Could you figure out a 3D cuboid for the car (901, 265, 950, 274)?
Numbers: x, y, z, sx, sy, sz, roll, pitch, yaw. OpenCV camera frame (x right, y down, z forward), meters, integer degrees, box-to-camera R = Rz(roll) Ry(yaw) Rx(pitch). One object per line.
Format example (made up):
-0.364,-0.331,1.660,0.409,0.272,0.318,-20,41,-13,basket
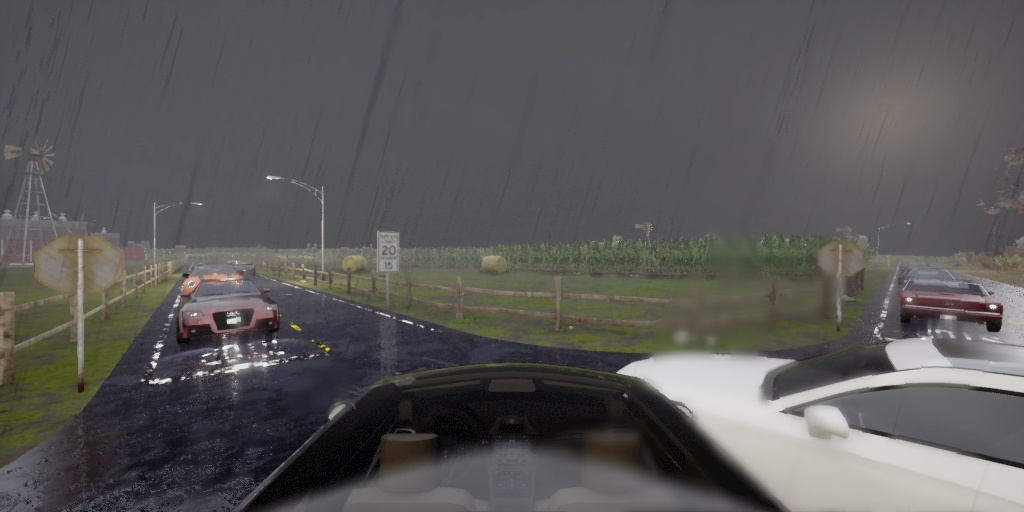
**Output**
20.691,1.351,17.821,5.357,1.411,2.033,0,1,-42,car

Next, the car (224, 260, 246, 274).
-33.468,1.286,43.250,1.837,1.490,4.892,0,0,-41,car

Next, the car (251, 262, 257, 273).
-26.788,1.268,35.755,2.128,1.511,4.902,0,0,-41,car

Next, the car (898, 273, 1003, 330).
13.578,1.391,11.297,4.718,1.301,1.895,0,1,-43,car

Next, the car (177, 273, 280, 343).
-7.888,1.351,9.939,1.994,1.385,4.181,0,0,-42,car

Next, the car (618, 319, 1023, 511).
2.850,1.293,2.293,1.812,1.442,4.674,0,1,-44,car

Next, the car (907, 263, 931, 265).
27.480,1.384,24.039,4.181,1.385,1.994,0,1,-43,car

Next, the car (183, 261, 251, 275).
-13.628,1.134,16.454,2.097,1.767,4.553,0,0,-41,car
